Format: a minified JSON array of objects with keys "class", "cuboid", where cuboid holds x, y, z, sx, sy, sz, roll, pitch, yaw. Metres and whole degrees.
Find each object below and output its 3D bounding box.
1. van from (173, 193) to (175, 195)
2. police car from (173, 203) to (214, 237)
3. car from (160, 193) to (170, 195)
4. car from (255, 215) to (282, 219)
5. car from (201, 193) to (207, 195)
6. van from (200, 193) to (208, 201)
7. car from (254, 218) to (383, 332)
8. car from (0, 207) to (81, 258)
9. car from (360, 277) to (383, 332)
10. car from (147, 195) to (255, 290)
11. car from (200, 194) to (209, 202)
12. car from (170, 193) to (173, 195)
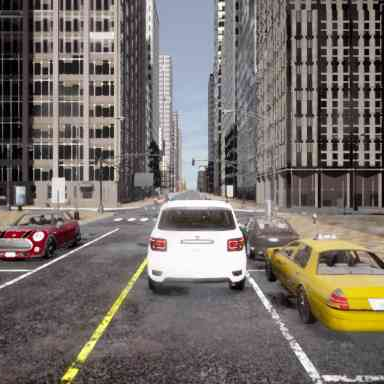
[{"class":"van","cuboid":[-5.622,1.225,84.433,1.690,1.788,3.998,0,0,0]},{"class":"police car","cuboid":[0.111,1.497,19.132,2.038,1.542,4.974,0,0,1]},{"class":"car","cuboid":[-5.736,1.380,61.693,1.967,1.590,4.097,0,0,0]},{"class":"car","cuboid":[2.702,1.548,12.425,2.008,1.369,4.403,0,0,0]},{"class":"car","cuboid":[2.836,1.380,61.685,1.967,1.590,4.097,0,0,0]},{"class":"van","cuboid":[2.753,1.239,78.738,1.690,1.788,3.998,0,0,0]},{"class":"car","cuboid":[2.697,1.525,6.927,1.752,1.417,4.829,0,0,0]},{"class":"car","cuboid":[-5.678,1.437,12.430,1.967,1.590,4.097,0,0,0]},{"class":"car","cuboid":[2.693,1.551,1.086,2.008,1.369,4.403,0,0,0]},{"class":"car","cuboid":[0.107,1.220,9.212,2.150,2.045,5.566,0,0,0]},{"class":"car","cuboid":[2.748,1.353,73.053,1.967,1.590,4.097,0,0,0]},{"class":"car","cuboid":[-5.665,1.242,67.378,2.192,1.841,5.009,0,0,0]}]
